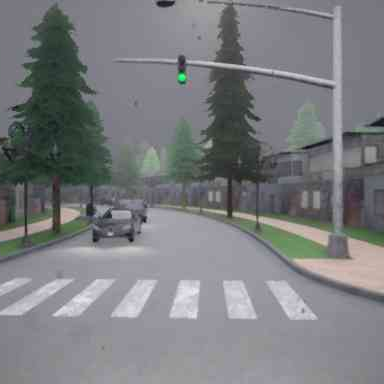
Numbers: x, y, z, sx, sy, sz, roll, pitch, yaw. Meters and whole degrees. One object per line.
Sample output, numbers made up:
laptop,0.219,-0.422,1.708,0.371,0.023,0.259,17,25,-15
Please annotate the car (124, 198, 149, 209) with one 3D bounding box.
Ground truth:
car,-7.806,1.617,46.284,1.994,1.385,4.181,0,0,-32

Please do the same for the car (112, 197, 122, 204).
car,-7.159,1.543,35.773,1.837,1.490,4.892,0,0,-20

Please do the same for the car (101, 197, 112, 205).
car,-13.314,1.598,54.692,1.812,1.442,4.674,0,0,-42

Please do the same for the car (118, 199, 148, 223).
car,-4.517,1.569,26.146,2.033,1.411,5.357,0,0,-11

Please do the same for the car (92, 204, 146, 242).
car,-3.572,1.534,16.501,1.812,1.442,4.674,0,0,-2
